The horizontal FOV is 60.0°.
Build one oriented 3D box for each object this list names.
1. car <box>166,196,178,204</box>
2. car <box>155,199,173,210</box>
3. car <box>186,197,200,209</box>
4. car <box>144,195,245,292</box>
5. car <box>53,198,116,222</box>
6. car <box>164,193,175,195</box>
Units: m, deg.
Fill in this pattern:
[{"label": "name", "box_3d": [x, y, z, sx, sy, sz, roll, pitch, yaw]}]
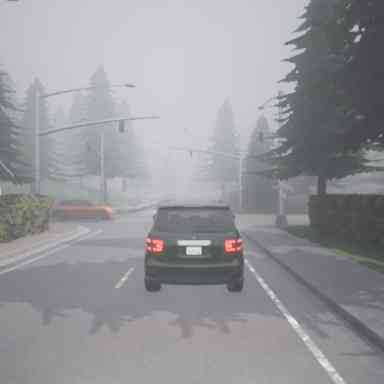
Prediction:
[{"label": "car", "box_3d": [-3.921, 1.499, 64.250, 1.837, 1.490, 4.892, 0, 0, -8]}, {"label": "car", "box_3d": [-3.627, 1.597, 43.912, 1.895, 1.301, 4.718, 0, 0, 0]}, {"label": "car", "box_3d": [0.098, 1.521, 46.423, 1.812, 1.442, 4.674, 0, 0, 0]}, {"label": "car", "box_3d": [0.057, 1.221, 9.079, 2.150, 2.045, 5.566, 0, 0, 0]}, {"label": "car", "box_3d": [-8.222, 1.341, 25.835, 4.553, 1.767, 2.097, 0, 0, -4]}, {"label": "car", "box_3d": [-3.625, 1.217, 53.821, 2.150, 2.045, 5.566, 0, 0, -1]}]
